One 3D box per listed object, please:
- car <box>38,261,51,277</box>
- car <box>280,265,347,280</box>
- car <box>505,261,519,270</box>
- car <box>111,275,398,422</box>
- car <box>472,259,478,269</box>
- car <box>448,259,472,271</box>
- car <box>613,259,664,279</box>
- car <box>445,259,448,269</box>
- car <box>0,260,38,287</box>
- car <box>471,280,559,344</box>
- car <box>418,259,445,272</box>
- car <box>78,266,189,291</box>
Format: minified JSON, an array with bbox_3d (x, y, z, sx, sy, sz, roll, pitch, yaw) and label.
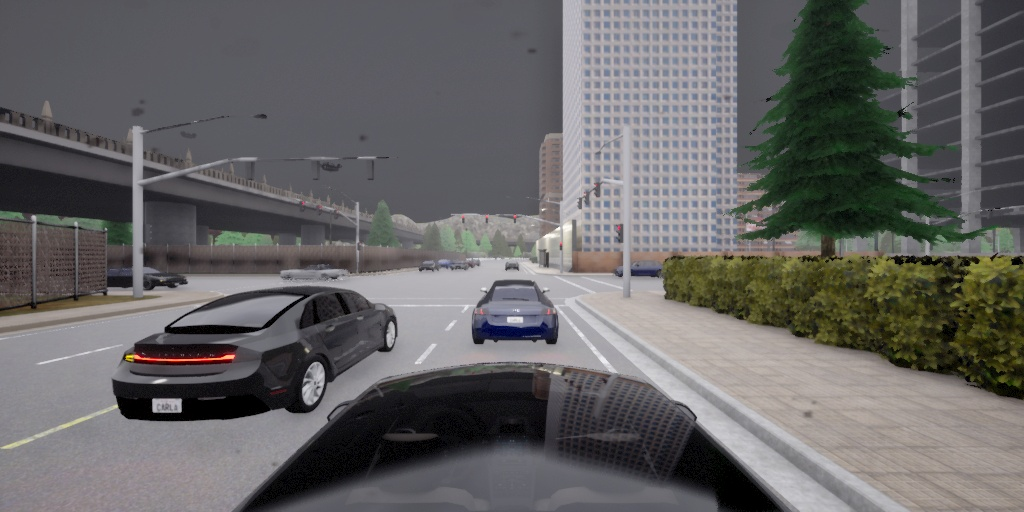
[{"bbox_3d":[-45.424,1.153,32.725,4.553,1.767,2.097,0,0,0],"label":"car"},{"bbox_3d":[-16.189,1.388,29.291,4.718,1.301,1.895,-1,0,0],"label":"car"},{"bbox_3d":[0.053,1.344,50.833,1.895,1.301,4.718,0,0,1],"label":"car"},{"bbox_3d":[-3.441,1.254,6.020,1.837,1.490,4.892,0,0,0],"label":"car"},{"bbox_3d":[-7.094,1.343,57.938,1.895,1.301,4.718,0,0,0],"label":"car"},{"bbox_3d":[-7.095,1.308,49.184,1.994,1.385,4.181,0,0,0],"label":"car"},{"bbox_3d":[11.638,1.154,32.856,4.553,1.767,2.097,0,0,0],"label":"car"},{"bbox_3d":[-10.599,1.220,55.881,1.882,1.535,5.008,0,0,0],"label":"car"},{"bbox_3d":[-33.549,1.024,22.051,5.566,2.045,2.150,0,0,0],"label":"car"},{"bbox_3d":[0.077,1.313,9.564,1.994,1.385,4.181,0,0,0],"label":"car"},{"bbox_3d":[-10.602,1.292,46.431,2.033,1.411,5.357,0,0,0],"label":"car"},{"bbox_3d":[-23.286,1.350,22.075,5.357,1.411,2.033,0,0,0],"label":"car"}]
